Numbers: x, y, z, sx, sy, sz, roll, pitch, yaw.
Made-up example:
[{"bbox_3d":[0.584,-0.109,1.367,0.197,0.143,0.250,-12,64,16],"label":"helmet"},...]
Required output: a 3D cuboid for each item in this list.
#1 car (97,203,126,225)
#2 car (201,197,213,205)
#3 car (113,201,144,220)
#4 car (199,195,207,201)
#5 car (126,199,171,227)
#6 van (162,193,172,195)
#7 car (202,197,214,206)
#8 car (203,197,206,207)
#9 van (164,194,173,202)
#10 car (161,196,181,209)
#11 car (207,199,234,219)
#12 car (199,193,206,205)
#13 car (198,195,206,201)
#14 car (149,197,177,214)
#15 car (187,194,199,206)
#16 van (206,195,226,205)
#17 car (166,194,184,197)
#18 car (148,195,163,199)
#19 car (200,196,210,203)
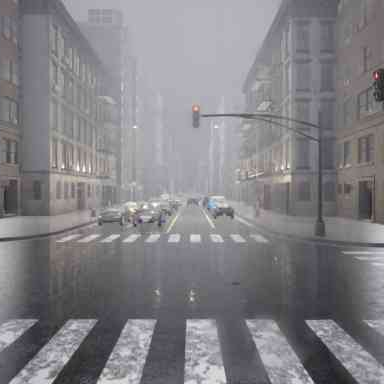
[{"bbox_3d":[-5.391,1.549,23.540,2.008,1.369,4.403,0,0,0],"label":"car"},{"bbox_3d":[2.647,1.548,61.385,2.008,1.369,4.403,0,0,0],"label":"car"},{"bbox_3d":[-5.396,1.523,28.777,1.752,1.417,4.829,0,0,0],"label":"car"},{"bbox_3d":[2.653,1.541,83.010,1.887,1.381,4.507,0,0,0],"label":"car"},{"bbox_3d":[-2.849,1.490,22.909,2.128,1.511,4.902,0,0,0],"label":"car"},{"bbox_3d":[-5.431,1.338,66.790,1.690,1.788,3.998,0,0,0],"label":"van"},{"bbox_3d":[2.646,1.563,55.979,1.947,1.339,4.313,0,0,0],"label":"car"},{"bbox_3d":[2.641,1.579,39.760,1.802,1.307,4.206,0,0,0],"label":"car"},{"bbox_3d":[-5.441,1.338,77.603,1.690,1.788,3.998,0,0,0],"label":"van"},{"bbox_3d":[-2.835,1.561,42.806,1.994,1.385,4.181,0,0,1],"label":"car"},{"bbox_3d":[2.639,1.549,28.948,2.008,1.369,4.403,0,0,0],"label":"car"},{"bbox_3d":[2.644,1.312,50.573,2.192,1.841,5.009,0,0,0],"label":"car"},{"bbox_3d":[2.654,1.562,88.416,1.947,1.339,4.313,0,0,0],"label":"car"},{"bbox_3d":[-2.845,1.545,32.792,2.033,1.411,5.357,0,0,0],"label":"car"},{"bbox_3d":[0.097,1.502,55.847,1.837,1.490,4.892,0,0,0],"label":"car"},{"bbox_3d":[2.640,1.339,34.354,1.690,1.788,3.998,0,0,0],"label":"van"},{"bbox_3d":[-2.798,1.475,53.060,1.882,1.535,5.008,0,0,1],"label":"car"},{"bbox_3d":[-5.411,1.437,45.166,1.967,1.590,4.097,0,0,0],"label":"car"},{"bbox_3d":[2.648,1.522,66.961,1.752,1.417,4.829,0,0,0],"label":"car"}]
